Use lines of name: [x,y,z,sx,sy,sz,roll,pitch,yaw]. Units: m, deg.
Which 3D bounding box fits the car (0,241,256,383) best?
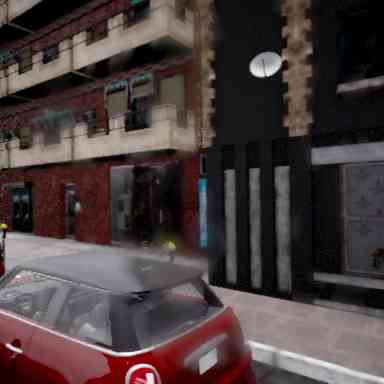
car: [-1.446,1.442,3.920,4.097,1.590,1.967,0,-1,35]
